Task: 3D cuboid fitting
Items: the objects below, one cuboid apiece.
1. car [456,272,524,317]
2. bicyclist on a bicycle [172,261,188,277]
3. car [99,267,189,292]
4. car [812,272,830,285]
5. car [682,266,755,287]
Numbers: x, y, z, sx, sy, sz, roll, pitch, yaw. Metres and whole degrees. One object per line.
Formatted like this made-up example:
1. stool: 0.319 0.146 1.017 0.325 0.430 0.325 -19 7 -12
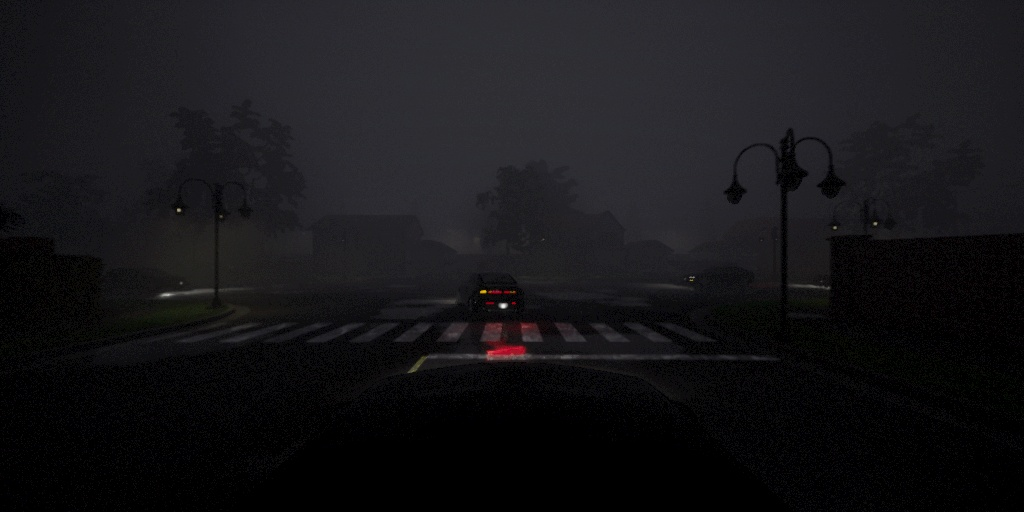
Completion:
1. car: -0.949 1.352 13.848 1.837 1.490 4.892 1 -1 -16
2. bicyclist on a bicycle: -30.749 1.268 33.176 0.582 1.620 1.656 0 0 0
3. car: -23.379 1.459 22.714 4.892 1.490 1.837 0 0 0
4. car: 25.547 1.496 26.538 5.357 1.411 2.033 0 0 0
5. car: 15.214 1.456 26.525 4.892 1.490 1.837 0 0 0
